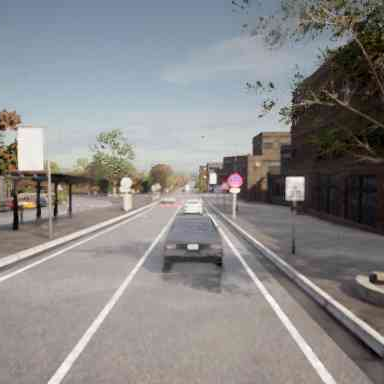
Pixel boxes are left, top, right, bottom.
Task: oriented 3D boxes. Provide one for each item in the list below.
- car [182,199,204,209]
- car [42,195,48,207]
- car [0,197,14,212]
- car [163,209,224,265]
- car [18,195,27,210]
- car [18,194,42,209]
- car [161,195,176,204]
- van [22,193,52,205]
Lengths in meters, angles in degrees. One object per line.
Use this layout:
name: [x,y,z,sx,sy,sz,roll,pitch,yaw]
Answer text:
car: [0.092,1.410,31.052,1.812,1.442,4.674,0,0,0]
car: [-22.128,1.434,43.728,4.792,1.488,2.163,0,0,0]
car: [-22.086,1.418,35.402,4.892,1.521,2.231,0,0,0]
car: [0.054,1.527,11.516,2.033,1.411,5.357,0,0,1]
car: [-22.123,1.442,38.176,4.792,1.488,2.163,0,0,0]
car: [-21.910,1.405,40.951,5.366,1.575,1.946,0,0,0]
car: [-3.318,1.053,46.676,1.895,1.301,4.718,0,-1,0]
van: [-21.984,1.175,46.501,4.442,1.987,1.878,0,0,0]
